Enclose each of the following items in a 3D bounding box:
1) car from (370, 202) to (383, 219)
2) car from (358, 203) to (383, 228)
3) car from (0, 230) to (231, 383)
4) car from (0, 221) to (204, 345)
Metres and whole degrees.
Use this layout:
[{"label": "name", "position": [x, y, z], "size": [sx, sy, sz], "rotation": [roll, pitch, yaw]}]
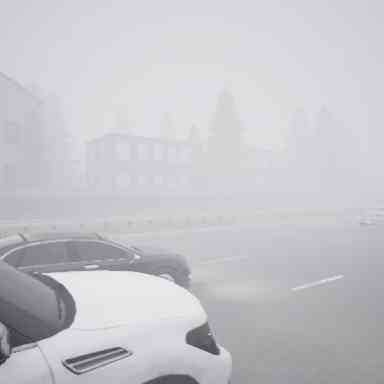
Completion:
[{"label": "car", "position": [17.742, 1.575, 29.289], "size": [4.181, 1.385, 1.994], "rotation": [0, 0, -35]}, {"label": "car", "position": [12.389, 1.534, 21.177], "size": [4.674, 1.442, 1.812], "rotation": [0, 0, -35]}, {"label": "car", "position": [-2.310, 1.222, 2.102], "size": [5.566, 2.045, 2.150], "rotation": [0, 0, -35]}, {"label": "car", "position": [-2.281, 1.507, 6.421], "size": [4.892, 1.490, 1.837], "rotation": [0, 0, -35]}]
